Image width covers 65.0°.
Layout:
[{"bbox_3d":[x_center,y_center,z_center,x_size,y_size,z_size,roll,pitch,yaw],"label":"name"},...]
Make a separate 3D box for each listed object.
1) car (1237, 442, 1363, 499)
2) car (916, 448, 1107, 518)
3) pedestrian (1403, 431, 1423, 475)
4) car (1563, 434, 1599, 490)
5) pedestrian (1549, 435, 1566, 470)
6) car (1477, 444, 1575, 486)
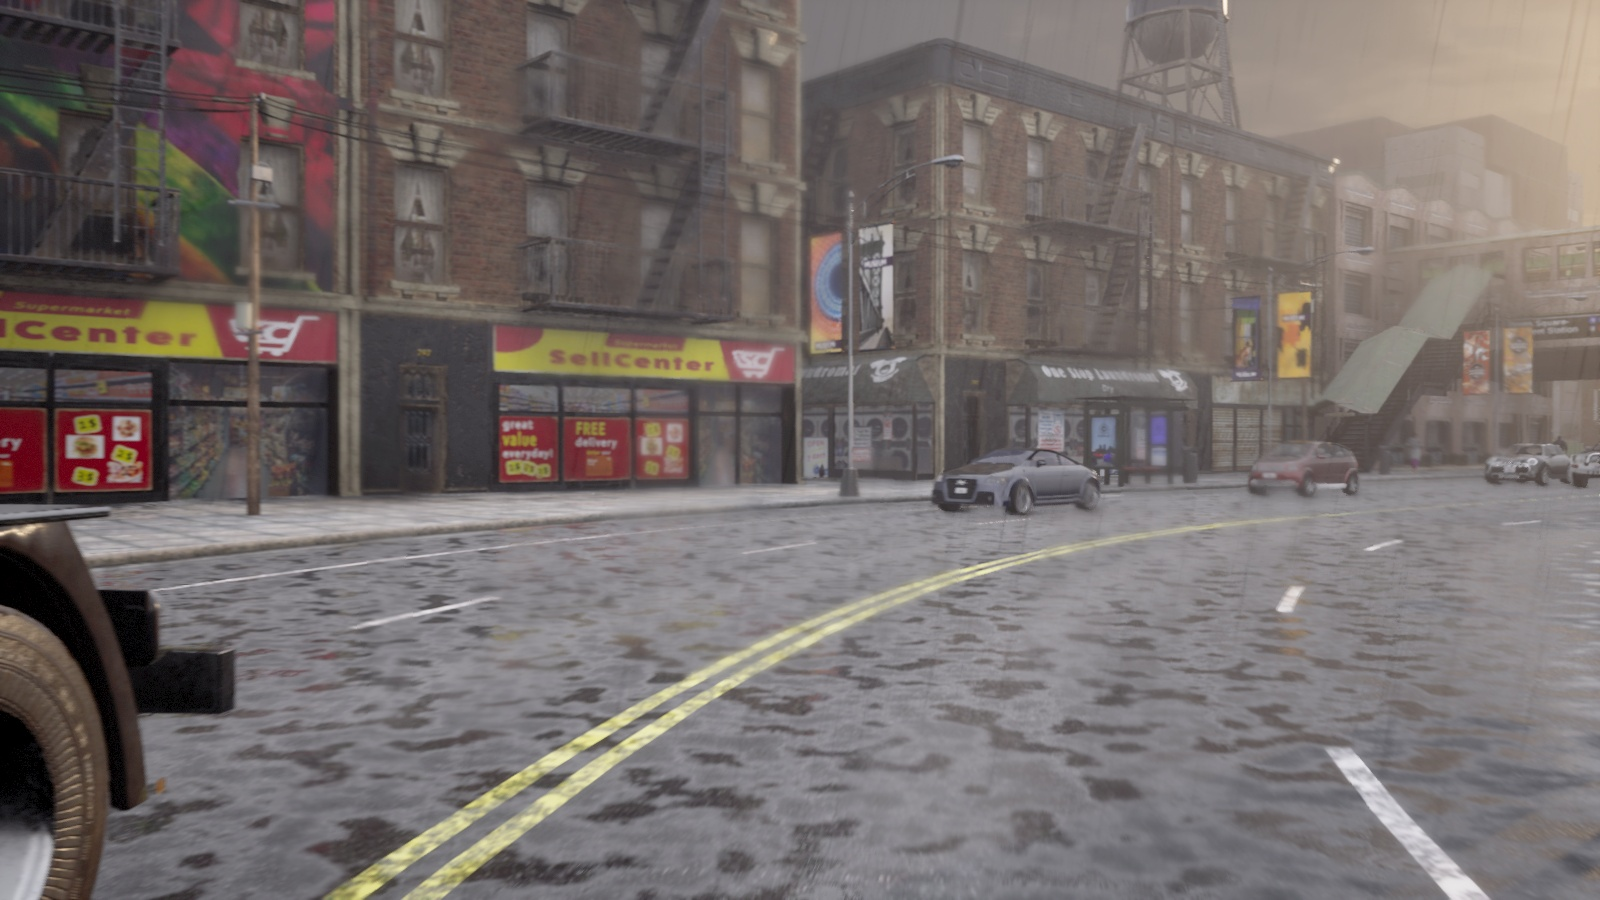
[{"bbox_3d":[14.197,0.545,35.569,3.705,1.549,1.789,0,0,-41],"label":"car"},{"bbox_3d":[4.604,0.649,27.016,4.181,1.385,1.994,0,1,-45],"label":"car"},{"bbox_3d":[27.612,0.138,56.559,0.659,1.952,0.873,0,0,34],"label":"pedestrian"},{"bbox_3d":[27.835,0.390,42.632,4.605,1.855,1.932,0,0,-41],"label":"car"},{"bbox_3d":[40.938,0.115,67.870,0.849,1.883,0.563,0,1,-45],"label":"pedestrian"},{"bbox_3d":[26.826,0.510,46.377,3.806,1.475,1.970,0,0,-41],"label":"car"}]
